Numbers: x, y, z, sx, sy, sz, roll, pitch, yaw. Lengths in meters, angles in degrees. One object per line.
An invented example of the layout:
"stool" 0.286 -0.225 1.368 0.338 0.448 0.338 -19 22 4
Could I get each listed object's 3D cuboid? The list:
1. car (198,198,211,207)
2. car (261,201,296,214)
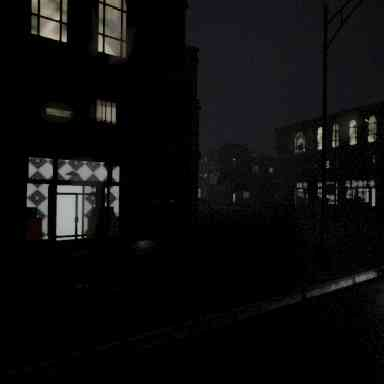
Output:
"car" 1.337 1.617 52.096 1.887 1.381 4.507 1 -1 -27
"car" 9.407 1.621 36.615 2.008 1.369 4.403 1 -1 -27
